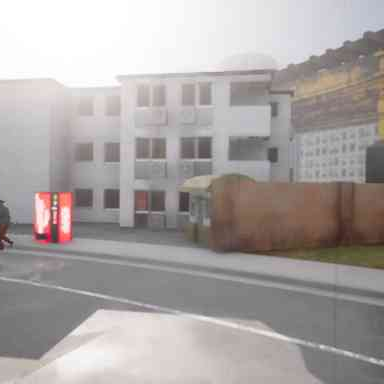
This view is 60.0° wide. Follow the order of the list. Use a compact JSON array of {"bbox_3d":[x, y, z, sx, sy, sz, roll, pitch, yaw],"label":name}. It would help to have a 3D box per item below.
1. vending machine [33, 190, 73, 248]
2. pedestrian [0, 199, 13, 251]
[{"bbox_3d":[-5.273,0.984,12.685,0.880,2.100,1.100,1,1,18],"label":"vending machine"},{"bbox_3d":[-6.503,1.080,11.432,0.375,1.860,0.375,1,1,17],"label":"pedestrian"}]
